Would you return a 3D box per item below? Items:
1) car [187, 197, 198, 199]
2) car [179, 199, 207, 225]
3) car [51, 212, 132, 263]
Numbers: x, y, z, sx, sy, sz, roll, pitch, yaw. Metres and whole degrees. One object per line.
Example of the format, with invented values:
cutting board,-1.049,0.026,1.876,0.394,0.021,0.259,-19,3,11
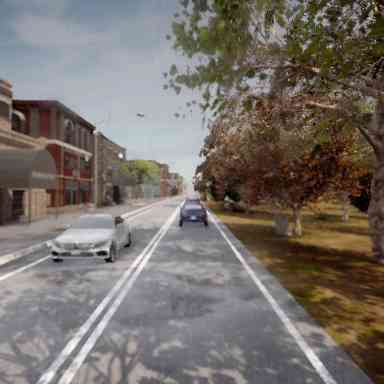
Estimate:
car,0.086,1.329,41.561,2.128,1.511,4.902,0,0,0
car,0.091,1.439,22.971,1.812,1.442,4.674,0,0,0
car,-3.346,1.483,11.916,1.812,1.442,4.674,0,0,0
